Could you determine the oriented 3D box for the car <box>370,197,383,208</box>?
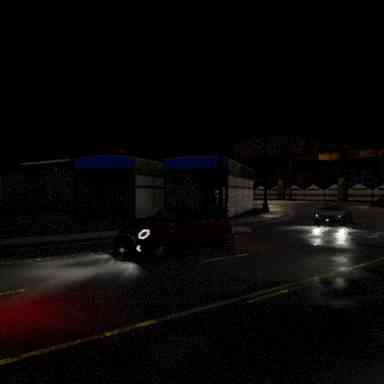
[{"bbox_3d":[26.576,1.477,45.782,1.882,1.535,5.008,0,0,-4],"label":"car"}]

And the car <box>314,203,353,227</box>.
[{"bbox_3d":[9.910,1.525,23.094,1.812,1.442,4.674,0,0,34],"label":"car"}]

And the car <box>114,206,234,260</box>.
[{"bbox_3d":[-0.587,1.351,12.513,4.553,1.767,2.097,0,0,-39],"label":"car"}]
